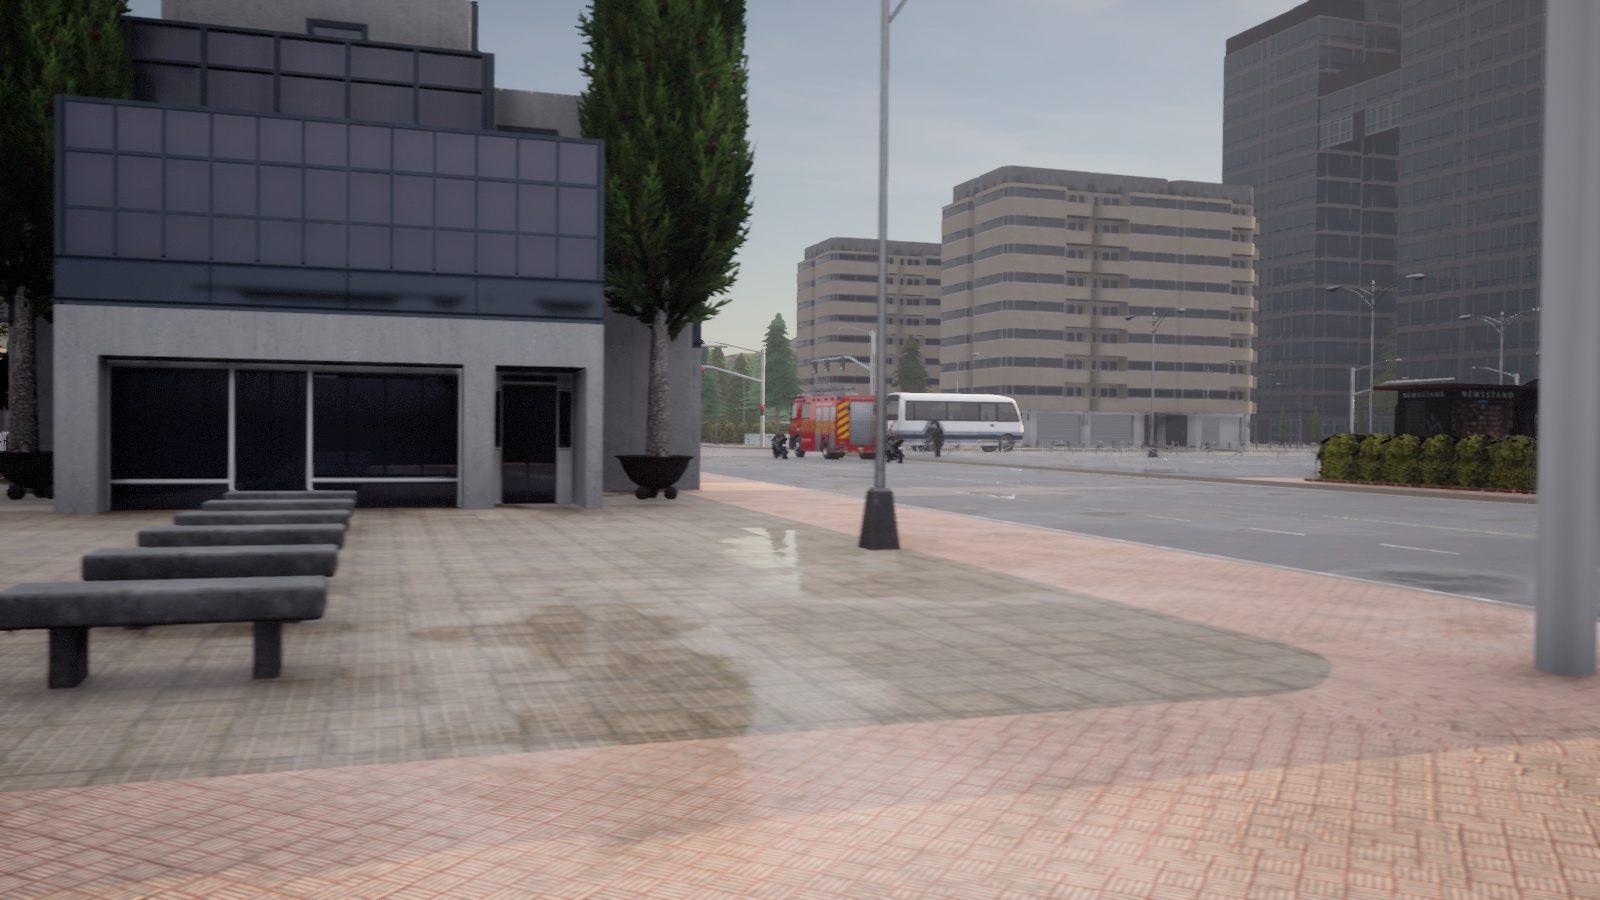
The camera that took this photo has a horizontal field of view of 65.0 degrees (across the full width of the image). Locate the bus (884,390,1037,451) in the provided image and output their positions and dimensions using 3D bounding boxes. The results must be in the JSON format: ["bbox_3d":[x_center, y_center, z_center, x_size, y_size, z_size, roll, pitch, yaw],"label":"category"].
[{"bbox_3d":[11.646,-2.177,91.162,10.273,4.253,3.944,-1,1,-18],"label":"bus"}]

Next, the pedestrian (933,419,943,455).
[{"bbox_3d":[7.406,-0.711,67.319,0.395,1.930,0.692,-1,1,-8],"label":"pedestrian"}]

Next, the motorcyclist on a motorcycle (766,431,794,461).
[{"bbox_3d":[-1.053,-0.227,66.361,0.866,1.530,2.191,-1,1,-17],"label":"motorcyclist on a motorcycle"}]

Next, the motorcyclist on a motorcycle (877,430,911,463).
[{"bbox_3d":[4.506,-0.189,60.249,0.866,1.530,2.191,-1,1,-17],"label":"motorcyclist on a motorcycle"}]

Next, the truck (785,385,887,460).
[{"bbox_3d":[1.825,-1.498,68.796,2.891,3.827,8.468,-1,1,-17],"label":"truck"}]
